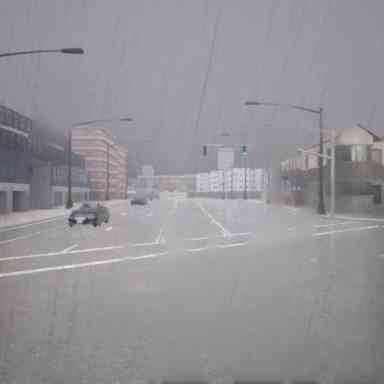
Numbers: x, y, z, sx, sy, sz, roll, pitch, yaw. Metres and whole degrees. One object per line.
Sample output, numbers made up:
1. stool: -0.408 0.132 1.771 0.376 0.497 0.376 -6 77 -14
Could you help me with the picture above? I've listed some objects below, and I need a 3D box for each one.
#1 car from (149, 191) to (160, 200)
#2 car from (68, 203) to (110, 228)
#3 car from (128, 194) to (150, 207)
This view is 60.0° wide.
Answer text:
1. car: -8.331 0.814 73.604 2.150 2.045 5.566 0 0 -2
2. car: -6.959 1.556 22.887 2.128 1.511 4.902 0 0 -2
3. car: -7.634 1.357 47.852 1.895 1.301 4.718 0 1 -2
